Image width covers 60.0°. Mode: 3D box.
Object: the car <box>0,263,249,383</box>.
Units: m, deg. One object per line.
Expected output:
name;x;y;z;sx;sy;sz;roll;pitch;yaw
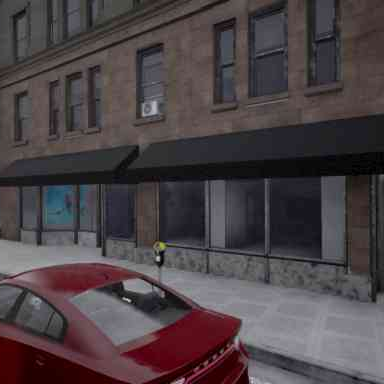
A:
car;-1.554;1.545;3.958;4.507;1.381;1.887;0;0;35
